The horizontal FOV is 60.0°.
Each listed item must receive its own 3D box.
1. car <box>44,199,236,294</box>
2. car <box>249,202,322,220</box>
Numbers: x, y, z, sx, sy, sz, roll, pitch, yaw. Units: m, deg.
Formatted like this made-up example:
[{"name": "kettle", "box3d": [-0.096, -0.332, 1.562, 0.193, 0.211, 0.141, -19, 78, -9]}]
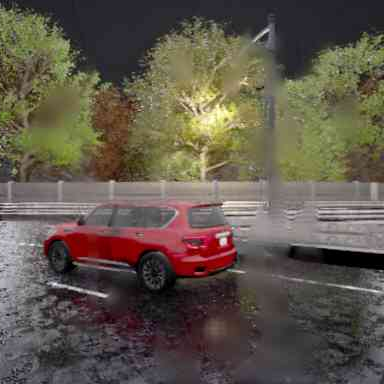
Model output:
[{"name": "car", "box3d": [-1.556, 1.205, 8.921, 5.566, 2.045, 2.150, 0, 0, 33]}, {"name": "car", "box3d": [5.551, 1.449, 20.906, 5.008, 1.535, 1.882, -2, 0, -6]}]
